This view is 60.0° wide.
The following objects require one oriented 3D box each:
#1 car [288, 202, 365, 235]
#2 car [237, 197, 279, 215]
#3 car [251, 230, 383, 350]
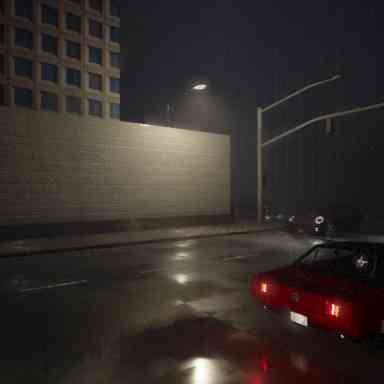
[{"bbox_3d":[7.189,1.358,17.689,4.553,1.767,2.097,0,0,-35],"label":"car"},{"bbox_3d":[6.813,1.407,34.686,2.097,1.767,4.553,0,0,-35],"label":"car"},{"bbox_3d":[3.418,1.601,6.225,4.718,1.301,1.895,0,0,-35],"label":"car"}]
